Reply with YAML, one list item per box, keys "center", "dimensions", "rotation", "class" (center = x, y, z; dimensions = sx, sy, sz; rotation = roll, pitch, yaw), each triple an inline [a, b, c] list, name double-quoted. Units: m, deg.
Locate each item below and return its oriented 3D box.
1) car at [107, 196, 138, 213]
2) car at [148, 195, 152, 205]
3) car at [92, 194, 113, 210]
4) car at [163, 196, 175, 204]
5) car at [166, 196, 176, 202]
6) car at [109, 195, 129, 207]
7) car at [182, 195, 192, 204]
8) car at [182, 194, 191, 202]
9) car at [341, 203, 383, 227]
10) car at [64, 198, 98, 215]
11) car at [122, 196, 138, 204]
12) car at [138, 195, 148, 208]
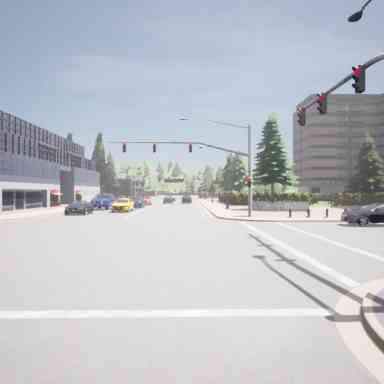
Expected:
- center: [-7.813, 1.476, 37.795]
  dimensions: [1.882, 1.535, 5.008]
  rotation: [0, 0, -1]
  class: "car"
- center: [-8.061, 1.349, 57.146]
  dimensions: [2.097, 1.767, 4.553]
  rotation: [0, 0, -1]
  class: "car"
- center: [-11.383, 1.219, 42.755]
  dimensions: [2.150, 2.045, 5.566]
  rotation: [0, 0, -1]
  class: "car"
- center: [-4.584, 1.544, 64.565]
  dimensions: [2.033, 1.411, 5.357]
  rotation: [0, 0, -1]
  class: "car"
- center: [-4.732, 1.506, 75.200]
  dimensions: [1.895, 1.301, 4.718]
  rotation: [0, 0, -1]
  class: "car"
- center: [-11.508, 1.349, 52.655]
  dimensions: [2.097, 1.767, 4.553]
  rotation: [0, 0, -1]
  class: "car"
- center: [-0.988, 1.501, 64.889]
  dimensions: [1.837, 1.490, 4.892]
  rotation: [0, 0, -1]
  class: "car"
- center: [-1.226, 1.351, 74.955]
  dimensions: [2.097, 1.767, 4.553]
  rotation: [0, 0, -1]
  class: "car"
- center: [12.498, 1.490, 22.172]
  dimensions: [4.902, 1.511, 2.128]
  rotation: [0, 0, -1]
  class: "car"
- center: [-11.248, 1.562, 33.403]
  dimensions: [1.994, 1.385, 4.181]
  rotation: [0, 0, -1]
  class: "car"
- center: [-11.606, 1.488, 62.914]
  dimensions: [2.128, 1.511, 4.902]
  rotation: [0, 0, 0]
  class: "car"
- center: [-7.938, 1.350, 47.031]
  dimensions: [2.097, 1.767, 4.553]
  rotation: [0, 0, -1]
  class: "car"
